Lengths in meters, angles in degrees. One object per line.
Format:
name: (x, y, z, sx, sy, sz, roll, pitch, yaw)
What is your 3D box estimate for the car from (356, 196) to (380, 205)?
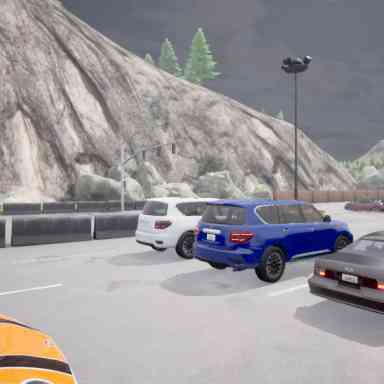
car: (29.524, 1.387, 55.701, 4.181, 1.385, 1.994, 0, 0, -36)

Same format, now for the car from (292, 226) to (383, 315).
car: (4.783, 1.547, 7.236, 5.357, 1.411, 2.033, 0, 0, -36)

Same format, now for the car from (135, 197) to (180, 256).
car: (0.572, 1.221, 12.824, 5.566, 2.045, 2.150, 0, 0, -36)

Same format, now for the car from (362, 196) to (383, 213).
car: (18.791, 1.479, 35.977, 4.181, 1.385, 1.994, 0, 0, 44)

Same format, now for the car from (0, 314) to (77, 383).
car: (-2.901, 1.350, 1.673, 4.553, 1.767, 2.097, 0, 0, -36)

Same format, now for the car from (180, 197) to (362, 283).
car: (2.595, 1.221, 9.946, 5.566, 2.045, 2.150, 0, 0, -38)
